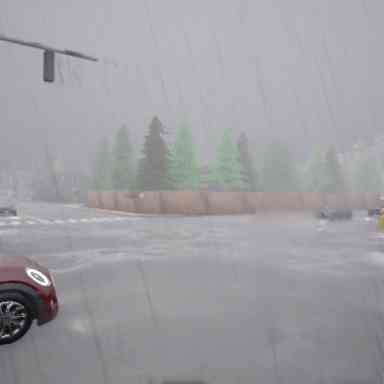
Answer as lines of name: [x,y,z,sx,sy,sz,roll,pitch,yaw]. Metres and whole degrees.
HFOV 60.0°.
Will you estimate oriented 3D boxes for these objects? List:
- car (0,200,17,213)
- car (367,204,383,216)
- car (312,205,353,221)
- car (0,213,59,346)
car: [-18.468,1.568,32.613,1.812,1.442,4.674,1,0,-36]
car: [21.076,2.020,36.182,4.718,1.301,1.895,1,0,-35]
car: [12.847,1.872,30.323,4.181,1.385,1.994,1,0,-35]
car: [-4.442,1.342,4.881,4.553,1.767,2.097,1,0,-35]
